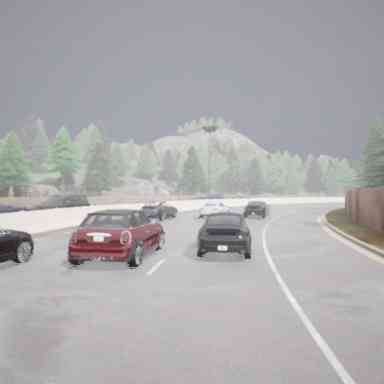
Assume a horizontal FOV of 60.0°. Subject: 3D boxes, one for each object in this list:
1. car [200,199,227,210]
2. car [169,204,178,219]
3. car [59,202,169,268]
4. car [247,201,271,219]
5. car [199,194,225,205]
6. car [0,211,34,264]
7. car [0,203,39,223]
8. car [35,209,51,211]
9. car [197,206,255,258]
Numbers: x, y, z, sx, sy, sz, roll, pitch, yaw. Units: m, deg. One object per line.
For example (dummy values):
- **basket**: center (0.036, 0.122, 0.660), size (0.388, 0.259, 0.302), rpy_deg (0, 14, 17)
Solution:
- **car**: center (2.026, 1.575, 29.651), size (1.812, 1.442, 4.674), rpy_deg (0, 0, 19)
- **car**: center (-2.606, 1.518, 26.714), size (2.128, 1.511, 4.902), rpy_deg (0, 0, 17)
- **car**: center (-2.376, 1.359, 11.573), size (2.097, 1.767, 4.553), rpy_deg (0, 0, 8)
- **car**: center (5.986, 1.570, 30.310), size (1.837, 1.490, 4.892), rpy_deg (0, 0, 20)
- **car**: center (3.861, 1.339, 62.680), size (2.150, 2.045, 5.566), rpy_deg (0, 0, 37)
- **car**: center (-6.237, 1.480, 8.951), size (2.128, 1.511, 4.902), rpy_deg (0, 0, 5)
- **car**: center (-14.115, 1.581, 25.371), size (1.895, 1.301, 4.718), rpy_deg (0, 0, 15)
- **car**: center (-10.255, 1.218, 26.275), size (2.150, 2.045, 5.566), rpy_deg (0, 0, 16)
- **car**: center (1.330, 1.528, 12.923), size (1.837, 1.490, 4.892), rpy_deg (0, 0, 8)
